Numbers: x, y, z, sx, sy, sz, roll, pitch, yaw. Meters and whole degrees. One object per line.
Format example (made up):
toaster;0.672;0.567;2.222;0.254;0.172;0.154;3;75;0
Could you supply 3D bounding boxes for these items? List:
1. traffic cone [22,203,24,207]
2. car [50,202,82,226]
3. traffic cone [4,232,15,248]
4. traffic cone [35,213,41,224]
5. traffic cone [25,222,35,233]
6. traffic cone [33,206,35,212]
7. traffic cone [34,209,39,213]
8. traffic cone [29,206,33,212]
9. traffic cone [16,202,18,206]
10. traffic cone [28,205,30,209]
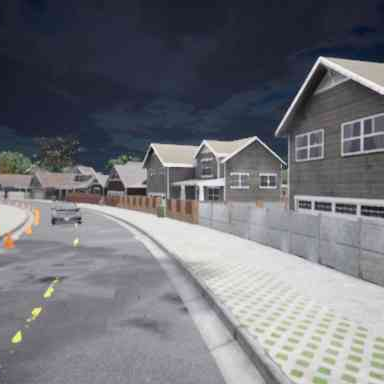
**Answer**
traffic cone;-22.239;1.726;43.845;0.340;0.580;0.340;-1;1;-35
car;-8.774;1.439;23.185;1.812;1.442;4.674;0;0;-22
traffic cone;-7.276;1.895;13.275;0.340;0.580;0.340;0;0;-17
traffic cone;-10.517;1.877;22.487;0.340;0.580;0.340;0;0;-22
traffic cone;-8.789;1.886;17.919;0.340;0.580;0.340;0;0;-19
traffic cone;-14.603;1.839;31.355;0.340;0.580;0.340;0;1;-27
traffic cone;-12.457;1.862;26.969;0.340;0.580;0.340;0;0;-25
traffic cone;-16.952;1.808;35.637;0.340;0.580;0.340;0;1;-30
traffic cone;-25.163;1.675;47.756;0.340;0.580;0.340;-1;1;-38
traffic cone;-19.500;1.771;39.803;0.340;0.580;0.340;-1;1;-33
